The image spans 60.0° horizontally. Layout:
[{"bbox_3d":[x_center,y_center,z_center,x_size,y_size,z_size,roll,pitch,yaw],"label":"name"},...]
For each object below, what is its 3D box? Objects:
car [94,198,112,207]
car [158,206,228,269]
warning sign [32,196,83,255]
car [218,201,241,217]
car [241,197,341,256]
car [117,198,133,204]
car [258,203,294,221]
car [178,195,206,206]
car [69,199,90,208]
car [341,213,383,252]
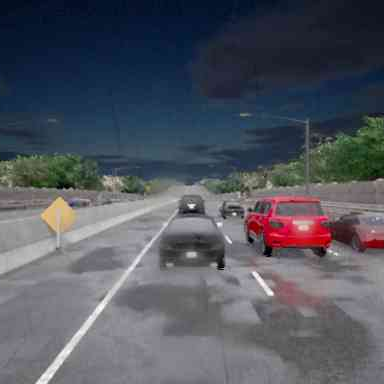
[{"bbox_3d":[-14.231,1.740,53.332,1.837,1.490,4.892,0,-1,0],"label":"car"},{"bbox_3d":[0.015,1.467,11.106,1.882,1.535,5.008,0,0,0],"label":"car"},{"bbox_3d":[-4.568,1.104,11.423,1.300,1.860,1.060,1,1,0],"label":"warning sign"},{"bbox_3d":[3.479,1.553,29.633,1.837,1.490,4.892,0,0,0],"label":"car"},{"bbox_3d":[3.526,1.213,13.185,2.150,2.045,5.566,0,0,0],"label":"car"},{"bbox_3d":[-10.735,1.728,53.674,2.128,1.511,4.902,0,-1,0],"label":"car"},{"bbox_3d":[6.976,1.638,28.104,1.895,1.301,4.718,0,0,0],"label":"car"},{"bbox_3d":[-0.024,1.263,28.280,2.150,2.045,5.566,0,0,0],"label":"car"},{"bbox_3d":[-17.729,1.827,52.294,1.895,1.301,4.718,0,0,0],"label":"car"},{"bbox_3d":[7.025,1.551,13.738,1.994,1.385,4.181,0,0,0],"label":"car"}]
